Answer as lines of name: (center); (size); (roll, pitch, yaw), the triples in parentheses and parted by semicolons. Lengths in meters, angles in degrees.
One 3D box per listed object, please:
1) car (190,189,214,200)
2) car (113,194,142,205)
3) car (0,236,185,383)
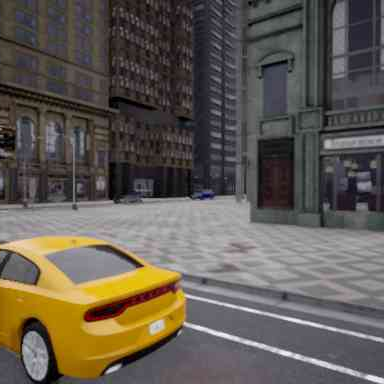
car: (1.917, 0.555, 61.838); (2.150, 2.045, 5.566); (0, 1, 36)
car: (-9.031, 1.039, 46.702); (1.994, 1.385, 4.181); (0, 1, 36)
car: (-2.436, 1.470, 5.423); (5.008, 1.535, 1.882); (0, 0, 35)
